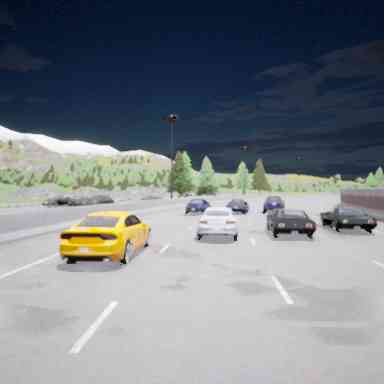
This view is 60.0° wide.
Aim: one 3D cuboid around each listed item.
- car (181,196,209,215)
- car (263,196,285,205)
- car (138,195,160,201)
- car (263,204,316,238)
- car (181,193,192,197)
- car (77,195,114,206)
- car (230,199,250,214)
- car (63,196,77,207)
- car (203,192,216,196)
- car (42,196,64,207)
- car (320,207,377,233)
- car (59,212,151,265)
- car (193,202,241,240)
[{"bbox_3d":[0.640,1.364,31.871,1.812,1.442,4.674,0,0,13],"label":"car"},{"bbox_3d":[8.491,1.194,34.280,2.097,1.767,4.553,0,0,15],"label":"car"},{"bbox_3d":[-6.055,1.237,47.149,2.128,1.511,4.902,0,0,19],"label":"car"},{"bbox_3d":[4.934,1.523,17.170,1.895,1.301,4.718,0,0,8],"label":"car"},{"bbox_3d":[-1.457,0.955,82.181,1.837,1.490,4.892,0,0,31],"label":"car"},{"bbox_3d":[-11.586,1.118,41.048,2.097,1.767,4.553,0,0,16],"label":"car"},{"bbox_3d":[4.640,1.402,33.378,1.994,1.385,4.181,0,0,15],"label":"car"},{"bbox_3d":[-14.448,1.311,43.797,1.994,1.385,4.181,0,0,16],"label":"car"},{"bbox_3d":[4.394,0.724,78.323,1.837,1.490,4.892,0,0,31],"label":"car"},{"bbox_3d":[-17.879,1.227,44.504,2.128,1.511,4.902,0,0,16],"label":"car"},{"bbox_3d":[8.764,1.520,19.115,1.895,1.301,4.718,0,0,9],"label":"car"},{"bbox_3d":[-2.726,1.413,11.553,1.882,1.535,5.008,0,0,5],"label":"car"},{"bbox_3d":[1.328,1.444,16.410,1.812,1.442,4.674,0,0,7],"label":"car"}]
